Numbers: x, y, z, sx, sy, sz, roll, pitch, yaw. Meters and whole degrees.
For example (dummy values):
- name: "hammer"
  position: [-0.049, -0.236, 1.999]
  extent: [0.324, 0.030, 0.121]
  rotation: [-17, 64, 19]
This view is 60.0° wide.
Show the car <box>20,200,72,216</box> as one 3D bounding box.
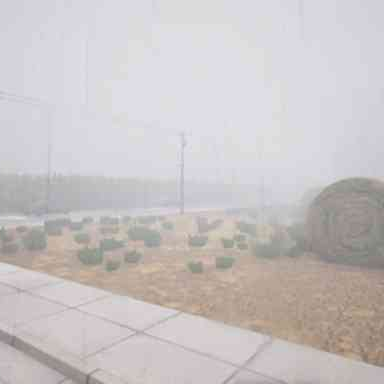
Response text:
- name: "car"
  position: [-12.623, 1.351, 28.950]
  extent: [1.994, 1.385, 4.181]
  rotation: [1, 0, 33]

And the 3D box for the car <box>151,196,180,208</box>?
- name: "car"
  position: [-3.339, 1.306, 43.313]
  extent: [1.812, 1.442, 4.674]
  rotation: [1, 0, 33]
